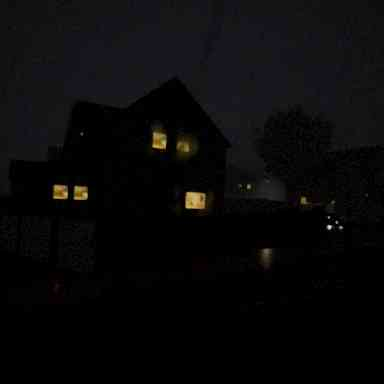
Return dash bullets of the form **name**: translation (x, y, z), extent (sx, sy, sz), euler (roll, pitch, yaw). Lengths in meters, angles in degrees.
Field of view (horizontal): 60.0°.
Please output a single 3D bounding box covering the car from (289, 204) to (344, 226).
- **car**: translation (7.545, 1.501, 22.889), extent (2.033, 1.411, 5.357), euler (4, -2, -34)
